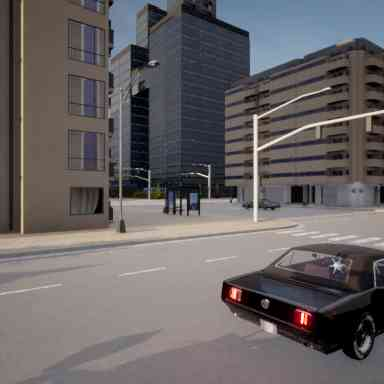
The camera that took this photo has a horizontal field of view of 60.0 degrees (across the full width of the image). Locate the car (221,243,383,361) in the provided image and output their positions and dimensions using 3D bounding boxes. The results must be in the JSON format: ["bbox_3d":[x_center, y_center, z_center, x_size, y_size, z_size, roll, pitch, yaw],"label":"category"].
[{"bbox_3d":[2.866,1.601,5.959,4.718,1.301,1.895,0,0,-36],"label":"car"}]

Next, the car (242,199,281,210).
[{"bbox_3d":[8.968,1.603,43.410,2.033,1.411,5.357,0,0,-37],"label":"car"}]
